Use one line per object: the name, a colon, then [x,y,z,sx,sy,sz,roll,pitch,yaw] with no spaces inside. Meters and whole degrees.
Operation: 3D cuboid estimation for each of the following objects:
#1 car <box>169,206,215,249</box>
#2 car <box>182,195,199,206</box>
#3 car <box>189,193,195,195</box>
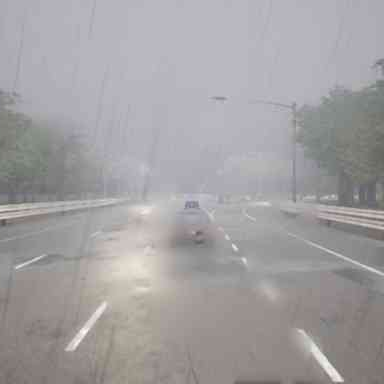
car: [-0.003,1.571,14.631,2.033,1.411,5.357,0,0,0]
car: [-0.008,1.550,46.146,1.882,1.535,5.008,0,0,0]
car: [-0.005,1.628,75.319,1.837,1.490,4.892,0,0,0]
